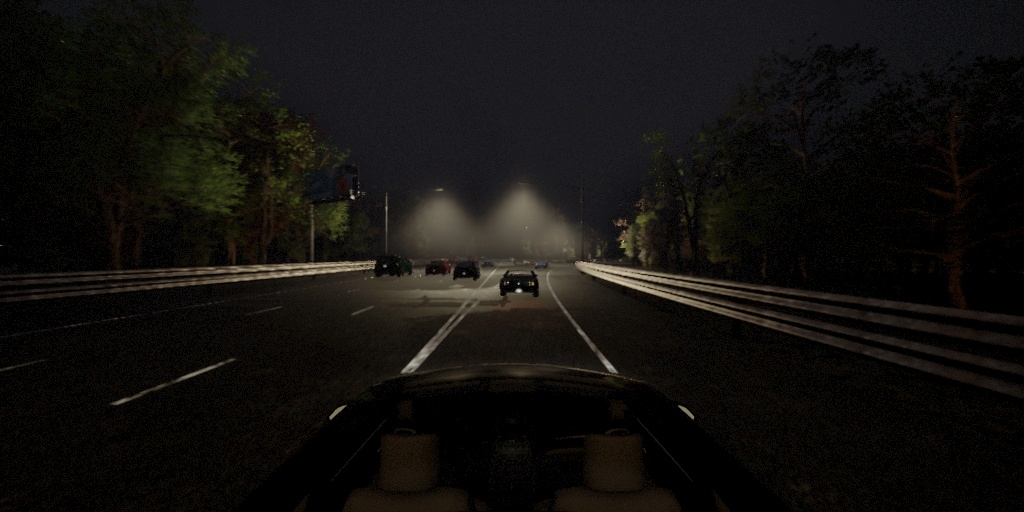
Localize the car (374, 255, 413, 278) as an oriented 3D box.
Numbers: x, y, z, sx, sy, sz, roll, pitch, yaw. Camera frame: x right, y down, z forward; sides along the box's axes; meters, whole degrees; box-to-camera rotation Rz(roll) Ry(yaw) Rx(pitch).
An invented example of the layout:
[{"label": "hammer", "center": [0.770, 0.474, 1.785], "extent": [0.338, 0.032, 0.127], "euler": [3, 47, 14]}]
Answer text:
[{"label": "car", "center": [-10.795, 0.931, 33.073], "extent": [2.150, 2.045, 5.566], "euler": [0, 0, -1]}]

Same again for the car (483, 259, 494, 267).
[{"label": "car", "center": [-4.138, 1.260, 62.754], "extent": [2.033, 1.411, 5.357], "euler": [0, 0, -1]}]

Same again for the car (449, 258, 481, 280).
[{"label": "car", "center": [-3.763, 1.205, 30.426], "extent": [1.882, 1.535, 5.008], "euler": [0, 0, -1]}]

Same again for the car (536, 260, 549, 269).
[{"label": "car", "center": [4.937, 1.372, 58.157], "extent": [2.033, 1.411, 5.357], "euler": [0, 0, 11]}]

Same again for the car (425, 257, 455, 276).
[{"label": "car", "center": [-7.329, 1.193, 36.058], "extent": [1.882, 1.535, 5.008], "euler": [0, 0, -1]}]

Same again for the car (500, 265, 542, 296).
[{"label": "car", "center": [0.468, 1.343, 19.184], "extent": [1.895, 1.301, 4.718], "euler": [0, 0, 3]}]
